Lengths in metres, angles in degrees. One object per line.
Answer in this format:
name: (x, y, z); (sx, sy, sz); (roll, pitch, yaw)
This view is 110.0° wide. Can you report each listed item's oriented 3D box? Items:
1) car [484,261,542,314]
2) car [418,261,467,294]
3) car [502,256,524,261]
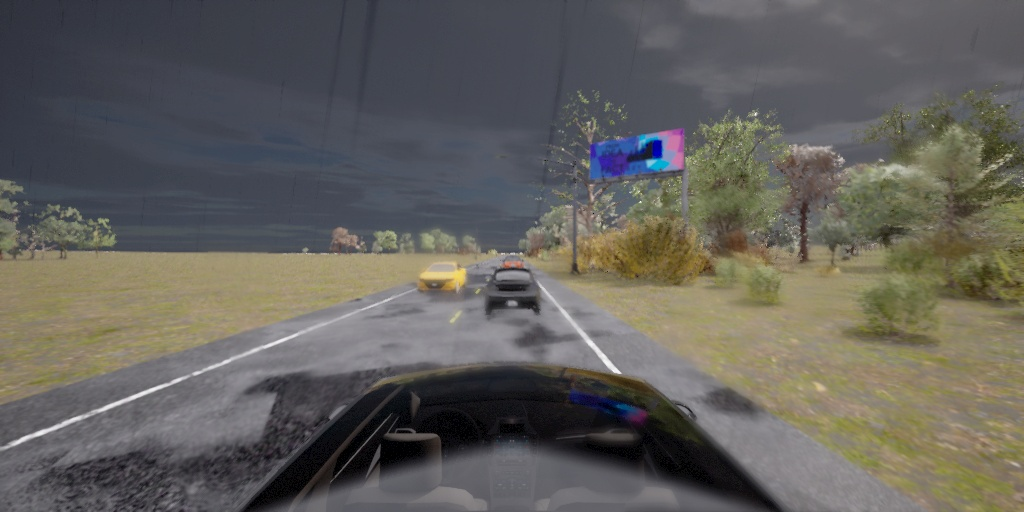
car: (0.044, 1.141, 13.148); (1.837, 1.490, 4.892); (0, 1, 0)
car: (-3.569, 1.052, 19.090); (1.882, 1.535, 5.008); (0, 0, 0)
car: (0.076, 0.770, 34.408); (2.097, 1.767, 4.553); (0, 1, 0)
